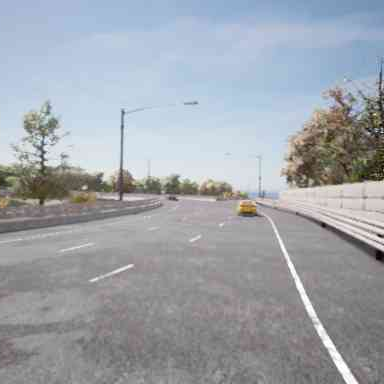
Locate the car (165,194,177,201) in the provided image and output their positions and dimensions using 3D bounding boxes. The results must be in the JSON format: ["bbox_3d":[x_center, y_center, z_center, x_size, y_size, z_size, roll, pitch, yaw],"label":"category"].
[{"bbox_3d":[-5.139,1.211,79.926,2.097,1.767,4.553,1,0,-17],"label":"car"}]

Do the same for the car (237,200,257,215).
[{"bbox_3d":[5.721,1.581,34.833,1.882,1.535,5.008,1,0,7],"label":"car"}]
